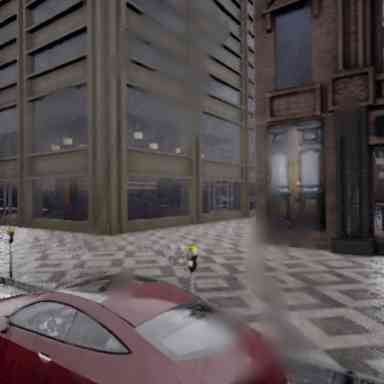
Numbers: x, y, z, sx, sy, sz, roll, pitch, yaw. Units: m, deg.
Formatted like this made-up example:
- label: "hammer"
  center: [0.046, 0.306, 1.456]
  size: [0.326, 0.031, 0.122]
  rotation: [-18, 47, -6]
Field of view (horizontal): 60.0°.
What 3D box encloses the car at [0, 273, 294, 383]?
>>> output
- label: "car"
  center: [-1.045, 1.610, 3.706]
  size: [4.206, 1.307, 1.802]
  rotation: [-1, 0, 35]
